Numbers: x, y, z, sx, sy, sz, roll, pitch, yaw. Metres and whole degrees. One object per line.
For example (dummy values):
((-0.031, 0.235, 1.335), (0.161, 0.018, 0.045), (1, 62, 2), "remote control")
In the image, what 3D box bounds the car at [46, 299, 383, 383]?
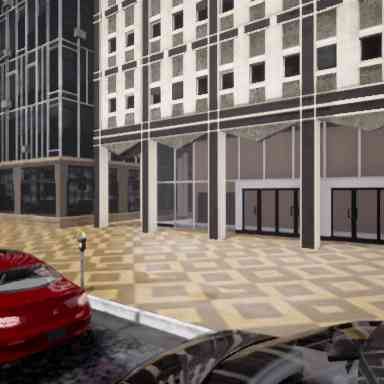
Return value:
((1.273, 1.564, 1.966), (4.313, 1.339, 1.947), (0, 0, 35), "car")

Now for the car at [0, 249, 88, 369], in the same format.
((-3.327, 1.580, 5.246), (4.206, 1.307, 1.802), (0, 0, 36), "car")
